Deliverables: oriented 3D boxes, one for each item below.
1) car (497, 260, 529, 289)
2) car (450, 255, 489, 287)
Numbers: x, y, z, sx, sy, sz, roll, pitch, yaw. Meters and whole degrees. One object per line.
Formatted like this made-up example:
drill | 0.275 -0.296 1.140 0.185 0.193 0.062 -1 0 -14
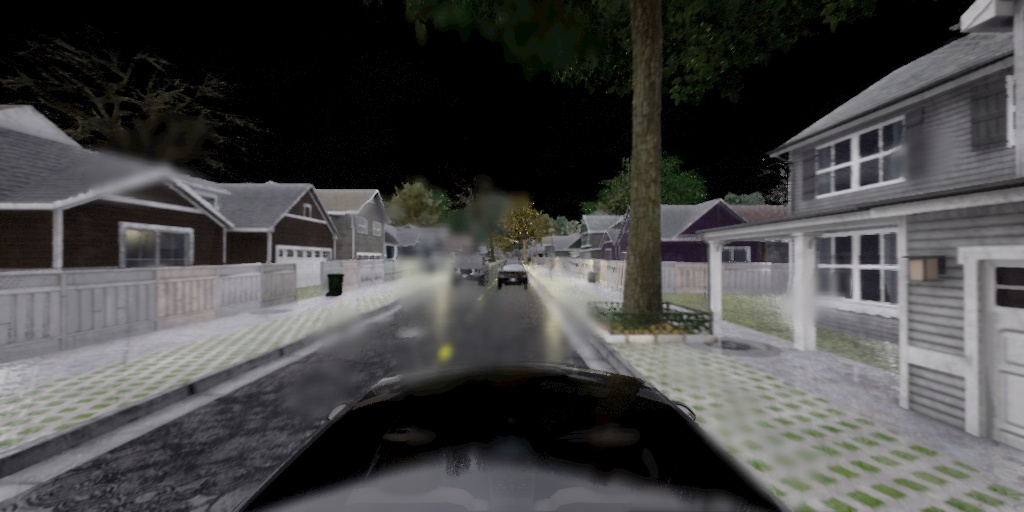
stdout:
car | 0.068 1.216 23.314 1.882 1.535 5.008 0 0 0
car | -2.752 0.962 24.572 2.150 2.045 5.566 0 0 0
